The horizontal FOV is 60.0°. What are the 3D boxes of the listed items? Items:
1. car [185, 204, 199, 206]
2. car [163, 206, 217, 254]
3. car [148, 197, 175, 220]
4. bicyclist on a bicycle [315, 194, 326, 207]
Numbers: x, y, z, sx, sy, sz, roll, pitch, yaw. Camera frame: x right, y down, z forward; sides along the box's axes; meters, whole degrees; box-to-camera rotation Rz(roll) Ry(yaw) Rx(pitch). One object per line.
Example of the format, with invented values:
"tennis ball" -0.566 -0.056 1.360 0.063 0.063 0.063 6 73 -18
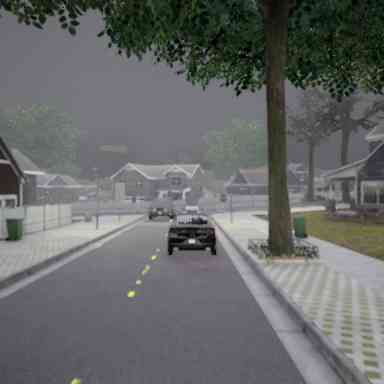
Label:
"car" 0.004 1.785 28.325 1.812 1.442 4.674 0 -1 1
"car" 0.018 1.610 14.244 1.882 1.535 5.008 0 0 0
"car" -2.779 1.514 31.516 2.150 2.045 5.566 0 -1 0
"bicyclist on a bicycle" 16.120 1.085 41.759 0.582 1.620 1.656 -2 1 -25
